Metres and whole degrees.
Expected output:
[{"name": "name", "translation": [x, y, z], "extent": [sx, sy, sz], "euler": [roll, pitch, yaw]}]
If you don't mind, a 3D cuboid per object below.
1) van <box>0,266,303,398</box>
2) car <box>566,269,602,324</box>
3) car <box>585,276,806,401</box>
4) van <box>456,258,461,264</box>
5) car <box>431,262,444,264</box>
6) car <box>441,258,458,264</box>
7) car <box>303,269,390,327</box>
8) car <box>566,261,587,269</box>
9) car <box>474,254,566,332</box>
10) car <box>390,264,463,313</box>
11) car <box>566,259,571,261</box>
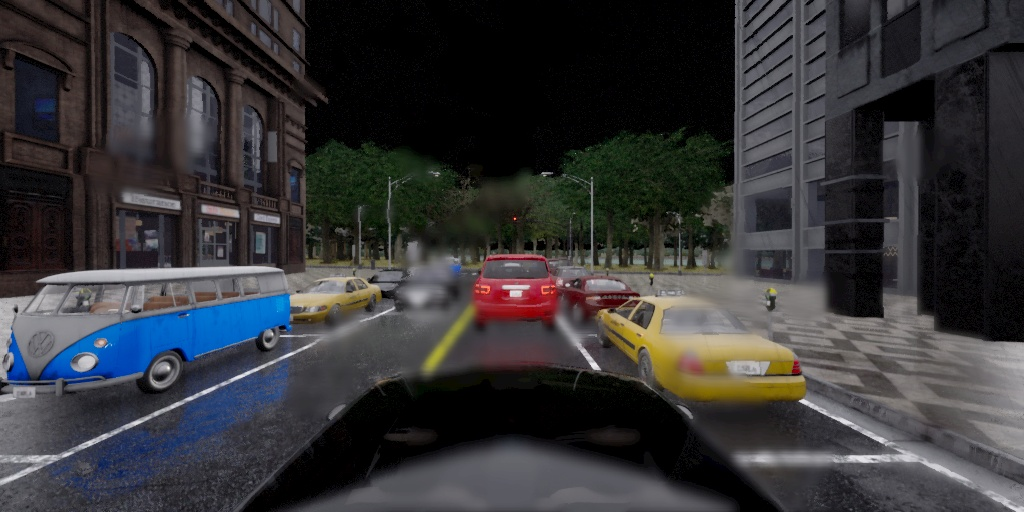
[{"name": "van", "translation": [-5.761, 1.091, 6.336], "extent": [1.690, 1.789, 3.998], "euler": [0, 0, 0]}, {"name": "car", "translation": [2.766, 1.295, 11.771], "extent": [1.888, 1.381, 4.507], "euler": [0, 0, 0]}, {"name": "car", "translation": [2.764, 1.275, 6.503], "extent": [1.751, 1.417, 4.829], "euler": [0, 0, 0]}, {"name": "van", "translation": [-5.751, 1.095, 33.524], "extent": [1.690, 1.789, 3.998], "euler": [0, 0, 0]}, {"name": "car", "translation": [-5.755, 1.277, 22.479], "extent": [1.751, 1.417, 4.829], "euler": [0, 0, 0]}, {"name": "car", "translation": [-5.753, 1.193, 28.086], "extent": [1.967, 1.591, 4.097], "euler": [0, 0, 0]}, {"name": "car", "translation": [-5.759, 1.276, 11.604], "extent": [1.751, 1.417, 4.829], "euler": [0, 0, 0]}, {"name": "car", "translation": [2.768, 1.191, 17.208], "extent": [1.967, 1.591, 4.097], "euler": [0, 0, 0]}, {"name": "car", "translation": [0.106, 0.972, 11.029], "extent": [2.150, 2.045, 5.566], "euler": [0, 0, 0]}, {"name": "car", "translation": [-3.089, 1.242, 14.205], "extent": [2.128, 1.511, 4.902], "euler": [0, 0, 0]}, {"name": "car", "translation": [2.770, 1.066, 22.646], "extent": [2.192, 1.841, 5.009], "euler": [0, 0, 0]}]
